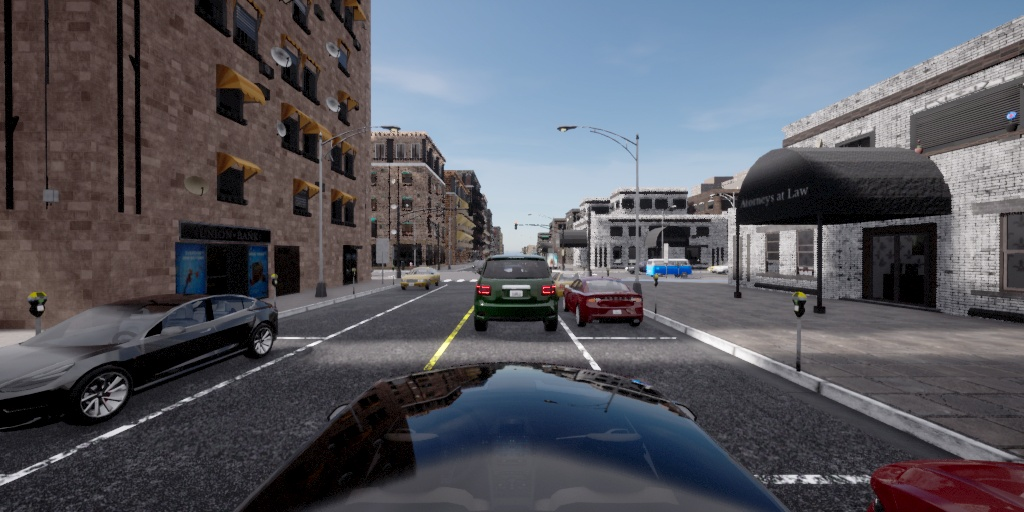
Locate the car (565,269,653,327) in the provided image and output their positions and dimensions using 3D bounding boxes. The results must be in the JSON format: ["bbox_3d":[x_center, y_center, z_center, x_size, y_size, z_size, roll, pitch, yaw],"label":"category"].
[{"bbox_3d":[2.697,1.295,11.404,1.888,1.381,4.507,0,0,0],"label":"car"}]

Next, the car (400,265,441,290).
[{"bbox_3d":[-5.674,1.279,22.639,1.751,1.417,4.829,0,0,0],"label":"car"}]

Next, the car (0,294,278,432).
[{"bbox_3d":[-5.688,1.315,5.720,1.948,1.339,4.313,0,0,0],"label":"car"}]

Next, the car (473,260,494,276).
[{"bbox_3d":[-3.066,1.251,39.254,1.837,1.490,4.892,0,0,0],"label":"car"}]

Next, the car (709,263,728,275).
[{"bbox_3d":[24.799,1.414,39.412,4.718,1.301,1.895,0,0,0],"label":"car"}]

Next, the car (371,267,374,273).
[{"bbox_3d":[-16.453,1.346,35.938,4.718,1.301,1.895,0,0,0],"label":"car"}]

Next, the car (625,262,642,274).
[{"bbox_3d":[14.957,1.279,39.358,4.902,1.511,2.128,0,0,-2],"label":"car"}]

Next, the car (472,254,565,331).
[{"bbox_3d":[0.105,0.972,11.076,2.150,2.045,5.566,0,0,0],"label":"car"}]

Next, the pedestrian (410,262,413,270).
[{"bbox_3d":[-12.595,1.215,44.699,0.500,1.100,0.500,0,0,0],"label":"pedestrian"}]

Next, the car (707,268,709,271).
[{"bbox_3d":[25.518,1.324,42.010,4.829,1.417,1.751,0,0,0],"label":"car"}]

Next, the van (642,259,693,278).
[{"bbox_3d":[14.682,1.166,33.558,3.998,1.789,1.690,0,0,0],"label":"van"}]

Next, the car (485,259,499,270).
[{"bbox_3d":[-3.047,1.255,54.738,1.882,1.535,5.008,0,0,0],"label":"car"}]
